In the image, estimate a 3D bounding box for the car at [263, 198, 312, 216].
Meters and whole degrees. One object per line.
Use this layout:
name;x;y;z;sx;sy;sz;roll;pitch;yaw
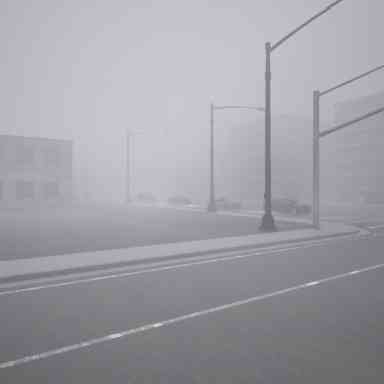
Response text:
car;9.063;1.345;31.978;1.882;1.535;5.008;0;1;-35

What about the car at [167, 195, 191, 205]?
car;-1.891;1.120;47.938;1.994;1.385;4.181;0;1;-34

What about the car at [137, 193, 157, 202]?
car;-7.649;0.866;56.401;2.128;1.511;4.902;0;1;-34

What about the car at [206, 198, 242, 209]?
car;3.765;1.332;39.672;1.895;1.301;4.718;0;1;-34
